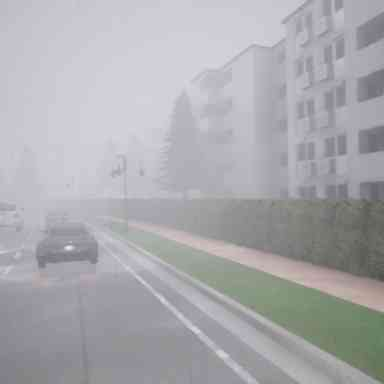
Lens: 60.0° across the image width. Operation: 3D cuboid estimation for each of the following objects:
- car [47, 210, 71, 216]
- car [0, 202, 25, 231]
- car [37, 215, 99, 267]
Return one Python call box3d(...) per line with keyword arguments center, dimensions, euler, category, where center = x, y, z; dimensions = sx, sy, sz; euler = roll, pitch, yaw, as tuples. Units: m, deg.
box3d(center=(-9.733, 2.010, 24.308), dimensions=(2.033, 1.411, 5.357), euler=(-1, -1, -25), category="car")
box3d(center=(-13.457, 1.743, 23.995), dimensions=(2.150, 2.045, 5.566), euler=(-1, -1, -25), category="car")
box3d(center=(-4.691, 1.798, 12.520), dimensions=(1.994, 1.385, 4.181), euler=(-1, -1, -22), category="car")
